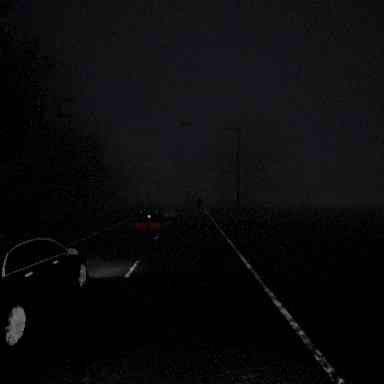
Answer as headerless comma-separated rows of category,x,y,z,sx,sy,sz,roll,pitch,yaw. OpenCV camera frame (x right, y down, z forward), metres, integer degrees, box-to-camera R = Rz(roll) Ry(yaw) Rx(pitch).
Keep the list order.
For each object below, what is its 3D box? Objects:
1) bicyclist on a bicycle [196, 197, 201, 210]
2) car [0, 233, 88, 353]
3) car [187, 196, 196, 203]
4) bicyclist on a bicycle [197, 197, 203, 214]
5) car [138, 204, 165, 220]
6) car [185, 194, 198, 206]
bicyclist on a bicycle,0.902,1.553,45.165,0.582,1.620,1.656,0,0,0
car,-3.409,1.519,6.127,1.837,1.490,4.892,0,0,0
car,-0.103,1.693,75.151,1.812,1.442,4.674,0,0,0
bicyclist on a bicycle,0.916,1.451,36.374,0.659,1.776,1.843,0,0,0
car,-3.440,1.665,28.874,1.895,1.301,4.718,0,0,0
car,-0.047,1.354,58.761,2.150,2.045,5.566,0,0,1
